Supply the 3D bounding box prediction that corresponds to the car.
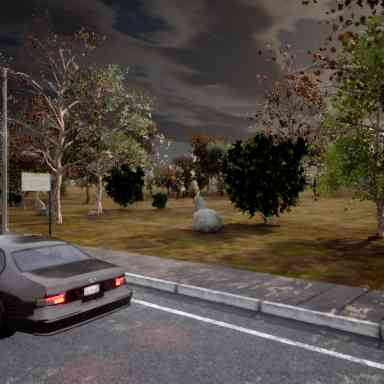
[{"bbox_3d":[-3.580,1.547,6.557,5.357,1.411,2.033,0,0,36],"label":"car"}]
